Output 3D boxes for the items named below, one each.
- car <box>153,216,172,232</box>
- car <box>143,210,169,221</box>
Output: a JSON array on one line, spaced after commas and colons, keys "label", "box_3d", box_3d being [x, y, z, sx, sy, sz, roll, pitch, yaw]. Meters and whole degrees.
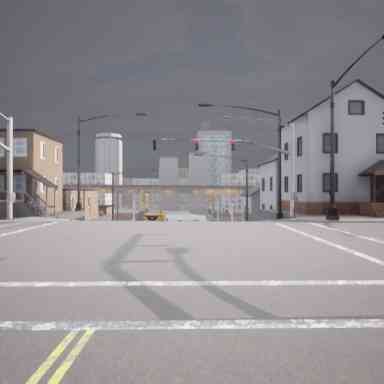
[{"label": "car", "box_3d": [-3.775, 4.227, 43.646, 2.128, 1.511, 4.902, 0, -13, -1]}, {"label": "car", "box_3d": [-3.669, 2.529, 33.423, 1.882, 1.535, 5.008, 0, -9, 1]}]
